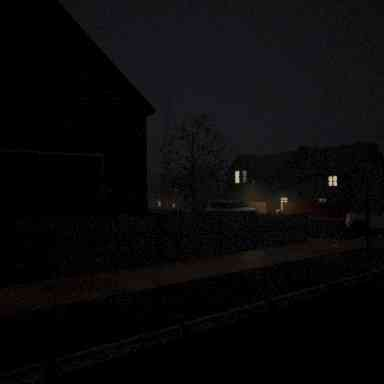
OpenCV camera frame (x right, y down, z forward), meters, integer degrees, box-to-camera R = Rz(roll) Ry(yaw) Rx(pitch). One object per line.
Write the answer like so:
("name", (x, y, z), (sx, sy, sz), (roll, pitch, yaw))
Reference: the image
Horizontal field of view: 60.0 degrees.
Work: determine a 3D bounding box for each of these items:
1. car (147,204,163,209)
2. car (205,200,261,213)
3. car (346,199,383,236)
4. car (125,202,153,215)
("car", (-4.514, 2.328, 39.228), (1.812, 1.442, 4.674), (-1, -1, -35))
("car", (3.378, 1.706, 28.254), (2.150, 2.045, 5.566), (-1, -1, -36))
("car", (10.768, 1.393, 17.184), (2.150, 2.045, 5.566), (-1, -1, -28))
("car", (-7.837, 2.341, 48.811), (2.097, 1.767, 4.553), (-1, -1, -35))
